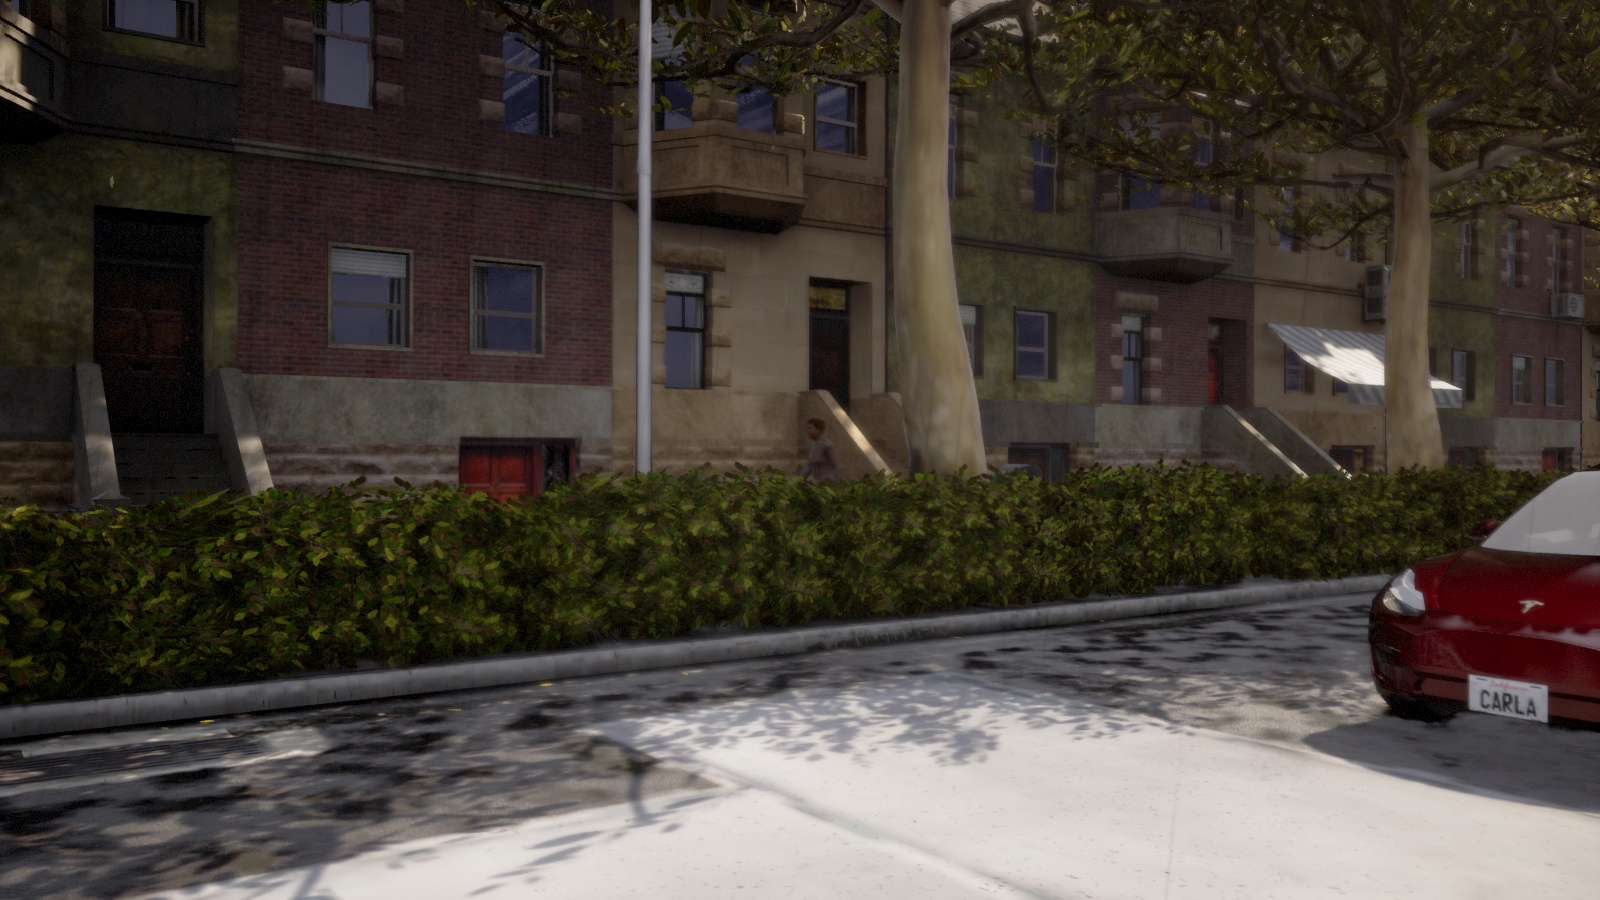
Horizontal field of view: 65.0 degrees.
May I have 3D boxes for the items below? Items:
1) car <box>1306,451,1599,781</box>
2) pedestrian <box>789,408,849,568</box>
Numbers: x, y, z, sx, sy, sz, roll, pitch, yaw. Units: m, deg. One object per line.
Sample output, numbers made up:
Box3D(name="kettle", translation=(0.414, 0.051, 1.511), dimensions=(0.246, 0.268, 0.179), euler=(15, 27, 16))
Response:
Box3D(name="car", translation=(5.358, 0.751, 7.358), dimensions=(4.792, 1.488, 2.163), euler=(0, 0, -35))
Box3D(name="pedestrian", translation=(0.222, 0.437, 14.741), dimensions=(0.634, 1.846, 0.331), euler=(0, 0, -19))
